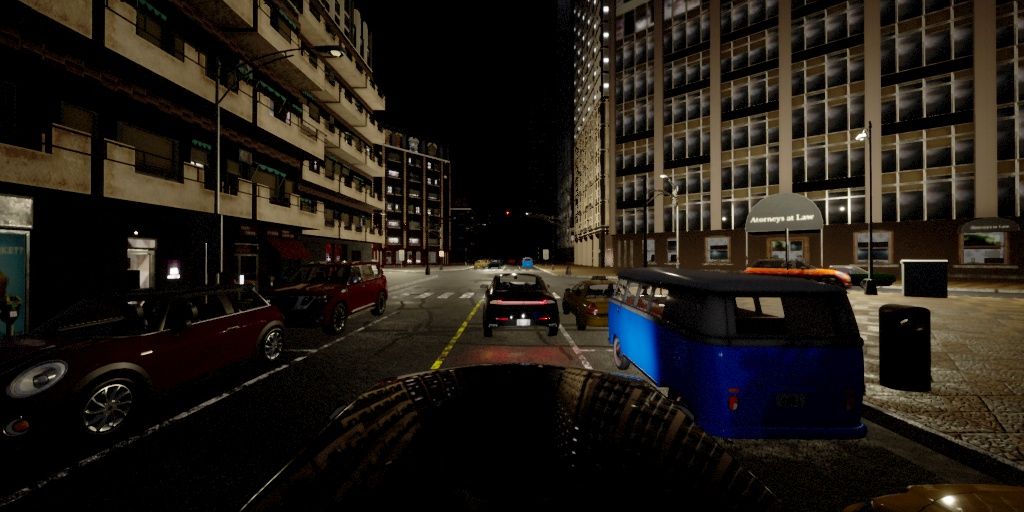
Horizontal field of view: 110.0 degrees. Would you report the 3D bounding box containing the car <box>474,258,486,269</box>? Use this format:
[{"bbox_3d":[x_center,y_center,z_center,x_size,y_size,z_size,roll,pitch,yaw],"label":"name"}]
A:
[{"bbox_3d":[-5.335,1.351,59.508,1.751,1.417,4.829,0,0,0],"label":"car"}]

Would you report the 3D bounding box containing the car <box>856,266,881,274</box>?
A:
[{"bbox_3d":[18.302,1.194,20.409,4.718,1.301,1.895,-1,-1,40],"label":"car"}]

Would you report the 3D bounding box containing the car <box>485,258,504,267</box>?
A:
[{"bbox_3d":[-2.837,1.425,58.768,1.895,1.301,4.718,0,0,2],"label":"car"}]

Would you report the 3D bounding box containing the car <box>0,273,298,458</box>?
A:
[{"bbox_3d":[-5.316,1.191,5.142,1.967,1.591,4.097,0,0,0],"label":"car"}]

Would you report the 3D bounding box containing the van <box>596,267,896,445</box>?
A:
[{"bbox_3d":[2.564,1.092,5.150,1.690,1.789,3.998,0,0,0],"label":"van"}]

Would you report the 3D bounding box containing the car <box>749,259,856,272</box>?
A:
[{"bbox_3d":[15.110,0.943,19.259,4.553,1.767,2.097,-1,-1,41],"label":"car"}]

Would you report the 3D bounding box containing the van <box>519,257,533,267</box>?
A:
[{"bbox_3d":[2.546,1.167,59.680,1.690,1.789,3.998,0,0,0],"label":"van"}]

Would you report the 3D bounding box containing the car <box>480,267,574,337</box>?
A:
[{"bbox_3d":[0.130,1.244,10.291,2.128,1.511,4.902,0,0,-3],"label":"car"}]

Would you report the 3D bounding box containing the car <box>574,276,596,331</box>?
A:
[{"bbox_3d":[2.562,1.278,10.857,1.751,1.417,4.829,0,0,0],"label":"car"}]

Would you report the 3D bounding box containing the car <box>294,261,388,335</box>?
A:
[{"bbox_3d":[-5.318,1.068,10.678,2.192,1.841,5.009,0,0,0],"label":"car"}]
